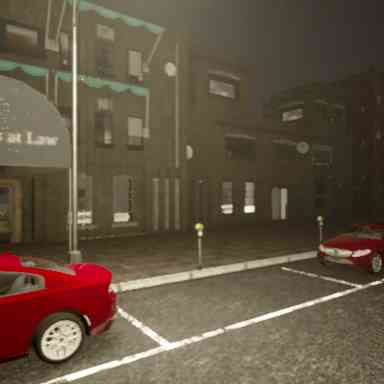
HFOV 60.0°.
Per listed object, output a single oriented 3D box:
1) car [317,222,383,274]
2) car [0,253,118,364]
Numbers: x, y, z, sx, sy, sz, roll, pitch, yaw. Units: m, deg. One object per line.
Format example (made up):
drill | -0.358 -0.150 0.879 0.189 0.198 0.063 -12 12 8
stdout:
car | 5.806 1.659 10.709 4.206 1.307 1.802 0 -1 -36
car | -3.224 1.544 4.261 4.507 1.381 1.887 0 -1 -36
